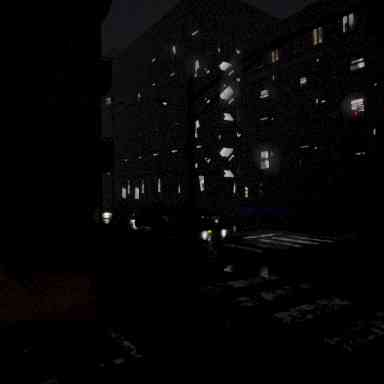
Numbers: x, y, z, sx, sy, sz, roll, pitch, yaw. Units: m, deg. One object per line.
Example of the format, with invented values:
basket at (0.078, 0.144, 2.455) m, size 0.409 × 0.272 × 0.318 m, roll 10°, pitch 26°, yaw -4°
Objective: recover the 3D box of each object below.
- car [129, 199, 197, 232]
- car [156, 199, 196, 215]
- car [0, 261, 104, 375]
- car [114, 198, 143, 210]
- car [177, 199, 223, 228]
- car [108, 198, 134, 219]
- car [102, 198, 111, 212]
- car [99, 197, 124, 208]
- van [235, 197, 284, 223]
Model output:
car at (-1.840, 1.440, 20.014) m, size 1.967 × 1.590 × 4.097 m, roll 0°, pitch 0°, yaw -36°
car at (-1.774, 1.449, 34.223) m, size 1.752 × 1.417 × 4.829 m, roll 0°, pitch 0°, yaw -36°
car at (-3.575, 1.525, 4.018) m, size 4.829 × 1.417 × 1.752 m, roll 0°, pitch 0°, yaw -35°
car at (-8.310, 1.463, 43.260) m, size 1.887 × 1.381 × 4.507 m, roll -1°, pitch 0°, yaw -36°
car at (0.028, 1.472, 21.847) m, size 2.128 × 1.511 × 4.902 m, roll -1°, pitch 0°, yaw -36°
car at (-5.364, 1.532, 29.296) m, size 1.994 × 1.385 × 4.181 m, roll -1°, pitch 0°, yaw -37°
car at (-11.350, 1.439, 37.597) m, size 1.882 × 1.535 × 5.008 m, roll -1°, pitch 0°, yaw -36°
car at (-11.628, 1.463, 47.847) m, size 1.887 × 1.381 × 4.507 m, roll -1°, pitch 0°, yaw -36°
van at (4.961, 1.280, 24.910) m, size 1.690 × 1.788 × 3.998 m, roll 0°, pitch 0°, yaw -36°
